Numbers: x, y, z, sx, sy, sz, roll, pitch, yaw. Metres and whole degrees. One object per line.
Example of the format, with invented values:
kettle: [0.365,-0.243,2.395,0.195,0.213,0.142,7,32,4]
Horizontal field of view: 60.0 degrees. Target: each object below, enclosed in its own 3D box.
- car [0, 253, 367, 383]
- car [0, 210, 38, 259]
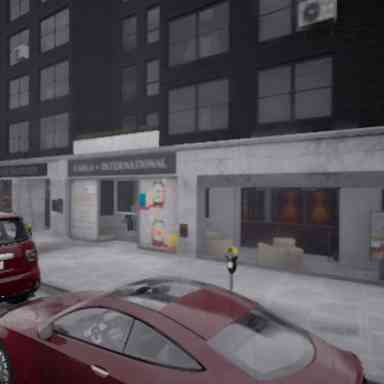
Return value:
car: [-0.481,1.566,3.421,4.206,1.307,1.802,1,0,36]
car: [-5.086,1.259,6.709,5.009,1.841,2.192,1,0,36]
